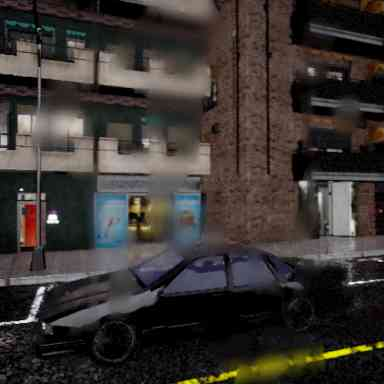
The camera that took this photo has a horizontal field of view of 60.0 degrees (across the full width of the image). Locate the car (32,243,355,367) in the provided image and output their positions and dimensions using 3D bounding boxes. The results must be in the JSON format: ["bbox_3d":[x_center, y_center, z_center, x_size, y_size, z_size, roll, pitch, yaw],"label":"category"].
[{"bbox_3d":[0.217,1.666,5.851,5.357,1.411,2.033,0,-1,-19],"label":"car"}]
